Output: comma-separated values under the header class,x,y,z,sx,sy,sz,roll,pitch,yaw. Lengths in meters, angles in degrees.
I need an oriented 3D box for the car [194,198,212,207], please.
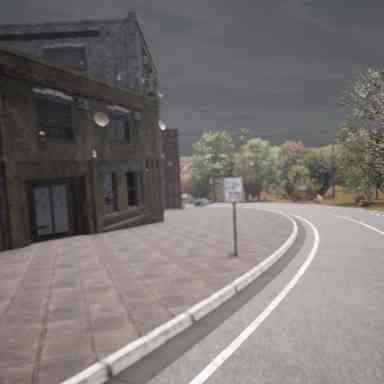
class,x,y,z,sx,sy,sz,roll,pitch,yaw
car,2.178,2.065,68.364,2.097,1.767,4.553,-6,0,-29
